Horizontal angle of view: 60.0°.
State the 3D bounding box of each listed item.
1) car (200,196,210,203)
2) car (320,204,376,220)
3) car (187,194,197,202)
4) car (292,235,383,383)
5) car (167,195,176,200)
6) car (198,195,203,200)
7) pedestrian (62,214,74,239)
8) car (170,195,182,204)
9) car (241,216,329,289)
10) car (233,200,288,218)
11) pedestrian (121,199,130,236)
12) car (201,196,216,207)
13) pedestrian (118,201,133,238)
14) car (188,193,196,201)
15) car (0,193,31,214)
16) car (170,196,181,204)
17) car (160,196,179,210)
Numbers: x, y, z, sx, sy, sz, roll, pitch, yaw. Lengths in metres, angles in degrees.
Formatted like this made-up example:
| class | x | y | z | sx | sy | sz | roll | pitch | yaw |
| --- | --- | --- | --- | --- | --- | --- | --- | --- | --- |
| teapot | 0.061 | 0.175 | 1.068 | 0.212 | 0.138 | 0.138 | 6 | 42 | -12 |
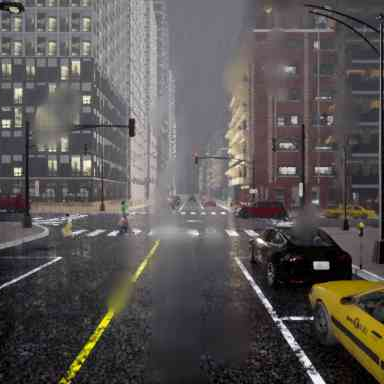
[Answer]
| class | x | y | z | sx | sy | sz | roll | pitch | yaw |
| --- | --- | --- | --- | --- | --- | --- | --- | --- | --- |
| car | 2.699 | 1.578 | 69.588 | 2.008 | 1.369 | 4.403 | 0 | 0 | 0 |
| car | 14.646 | 1.837 | 31.338 | 4.829 | 1.417 | 1.752 | 1 | -1 | 0 |
| car | 0.008 | 1.547 | 73.621 | 1.812 | 1.442 | 4.674 | 0 | 0 | 0 |
| car | 2.693 | 1.525 | 3.486 | 1.752 | 1.417 | 4.829 | 0 | 0 | 0 |
| car | -5.680 | 1.599 | 92.183 | 2.008 | 1.369 | 4.403 | 0 | 0 | 0 |
| car | 2.698 | 1.574 | 63.940 | 2.008 | 1.369 | 4.403 | 0 | 0 | 0 |
| pedestrian | -5.860 | 1.575 | 15.858 | 0.375 | 1.300 | 0.375 | 0 | 0 | 0 |
| car | -3.077 | 1.580 | 53.310 | 1.994 | 1.385 | 4.181 | 0 | 0 | 1 |
| car | 2.693 | 1.566 | 8.999 | 1.947 | 1.339 | 4.313 | 0 | 0 | 0 |
| car | 5.827 | 1.494 | 28.659 | 4.553 | 1.767 | 2.097 | 1 | 0 | -1 |
| pedestrian | -3.426 | 1.295 | 17.060 | 0.375 | 1.860 | 0.375 | 0 | 0 | 0 |
| car | 2.747 | 1.596 | 51.023 | 1.802 | 1.307 | 4.206 | 0 | 0 | 0 |
| pedestrian | -3.273 | 1.295 | 16.400 | 0.375 | 1.860 | 0.375 | 0 | 0 | 0 |
| car | 0.009 | 1.227 | 83.594 | 2.097 | 1.767 | 4.553 | 0 | 0 | 0 |
| car | -17.690 | 1.030 | 31.063 | 5.009 | 1.841 | 2.192 | 1 | -1 | 0 |
| car | -3.048 | 1.526 | 63.722 | 1.837 | 1.490 | 4.892 | 0 | 0 | 0 |
| car | -3.114 | 1.557 | 43.290 | 2.033 | 1.411 | 5.357 | 0 | 0 | -4 |
